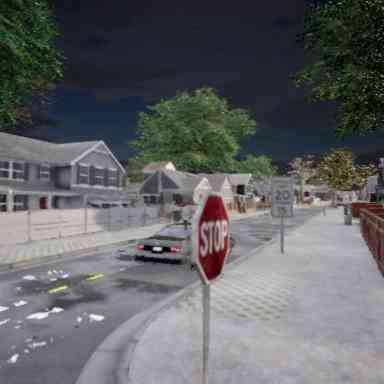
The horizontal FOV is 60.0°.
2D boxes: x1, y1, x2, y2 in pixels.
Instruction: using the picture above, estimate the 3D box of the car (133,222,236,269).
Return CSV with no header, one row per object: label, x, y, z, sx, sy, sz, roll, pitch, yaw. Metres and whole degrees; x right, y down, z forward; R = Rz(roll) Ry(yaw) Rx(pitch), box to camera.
car,0.001,1.792,12.175,2.033,1.411,5.357,0,-1,24
